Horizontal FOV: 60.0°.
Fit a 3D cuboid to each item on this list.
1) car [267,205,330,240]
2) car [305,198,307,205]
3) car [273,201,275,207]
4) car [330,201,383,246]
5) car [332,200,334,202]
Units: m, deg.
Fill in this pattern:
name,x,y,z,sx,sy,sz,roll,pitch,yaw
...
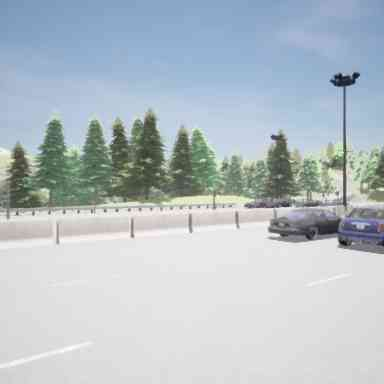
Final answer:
name,x,y,z,sx,sy,sz,roll,pitch,yaw
car,6.201,1.561,16.891,5.357,1.411,2.033,0,0,-35
car,13.575,1.516,39.347,4.902,1.511,2.128,0,0,-36
car,11.543,1.505,42.196,5.008,1.535,1.882,0,0,-35
car,8.209,1.364,14.024,4.553,1.767,2.097,0,0,-35
car,15.608,1.598,36.497,4.181,1.385,1.994,0,0,-35
